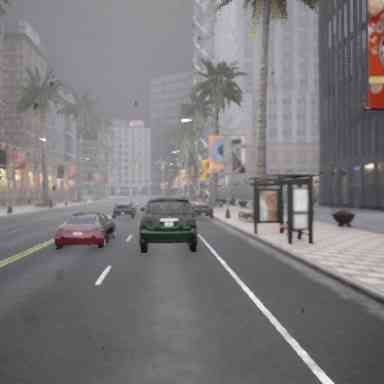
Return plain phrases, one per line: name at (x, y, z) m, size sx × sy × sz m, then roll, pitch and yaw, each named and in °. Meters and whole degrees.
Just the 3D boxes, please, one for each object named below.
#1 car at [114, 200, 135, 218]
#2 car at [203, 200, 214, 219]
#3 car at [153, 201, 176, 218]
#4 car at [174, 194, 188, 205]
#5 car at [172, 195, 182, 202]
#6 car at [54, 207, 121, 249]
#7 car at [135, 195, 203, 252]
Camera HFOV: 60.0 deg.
car at (-5.999, 1.526, 30.180) m, size 1.837 × 1.490 × 4.892 m, roll 0°, pitch 0°, yaw -5°
car at (0.676, 1.458, 28.544) m, size 2.231 × 1.521 × 4.892 m, roll 0°, pitch 0°, yaw -5°
car at (-2.542, 1.561, 30.814) m, size 1.994 × 1.385 × 4.181 m, roll 0°, pitch 0°, yaw -5°
car at (-1.984, 1.330, 57.799) m, size 2.185 × 1.767 × 4.553 m, roll 0°, pitch 0°, yaw -5°
car at (-3.669, 1.486, 79.665) m, size 2.161 × 1.482 × 4.786 m, roll 0°, pitch 0°, yaw -5°
car at (-4.602, 1.586, 14.877) m, size 1.994 × 1.385 × 4.181 m, roll 0°, pitch 0°, yaw -5°
car at (-1.026, 1.218, 14.183) m, size 2.150 × 2.045 × 5.566 m, roll 0°, pitch 0°, yaw -5°
